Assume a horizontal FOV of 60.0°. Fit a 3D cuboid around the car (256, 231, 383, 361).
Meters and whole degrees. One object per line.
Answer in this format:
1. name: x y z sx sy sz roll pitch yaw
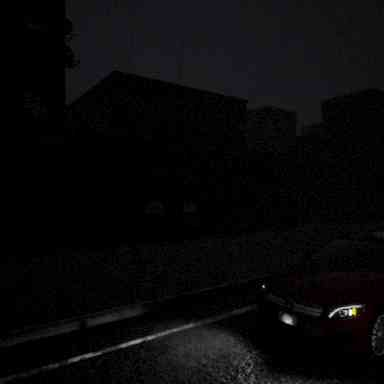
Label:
1. car: 3.228 1.487 5.985 4.674 1.442 1.812 0 0 -35
